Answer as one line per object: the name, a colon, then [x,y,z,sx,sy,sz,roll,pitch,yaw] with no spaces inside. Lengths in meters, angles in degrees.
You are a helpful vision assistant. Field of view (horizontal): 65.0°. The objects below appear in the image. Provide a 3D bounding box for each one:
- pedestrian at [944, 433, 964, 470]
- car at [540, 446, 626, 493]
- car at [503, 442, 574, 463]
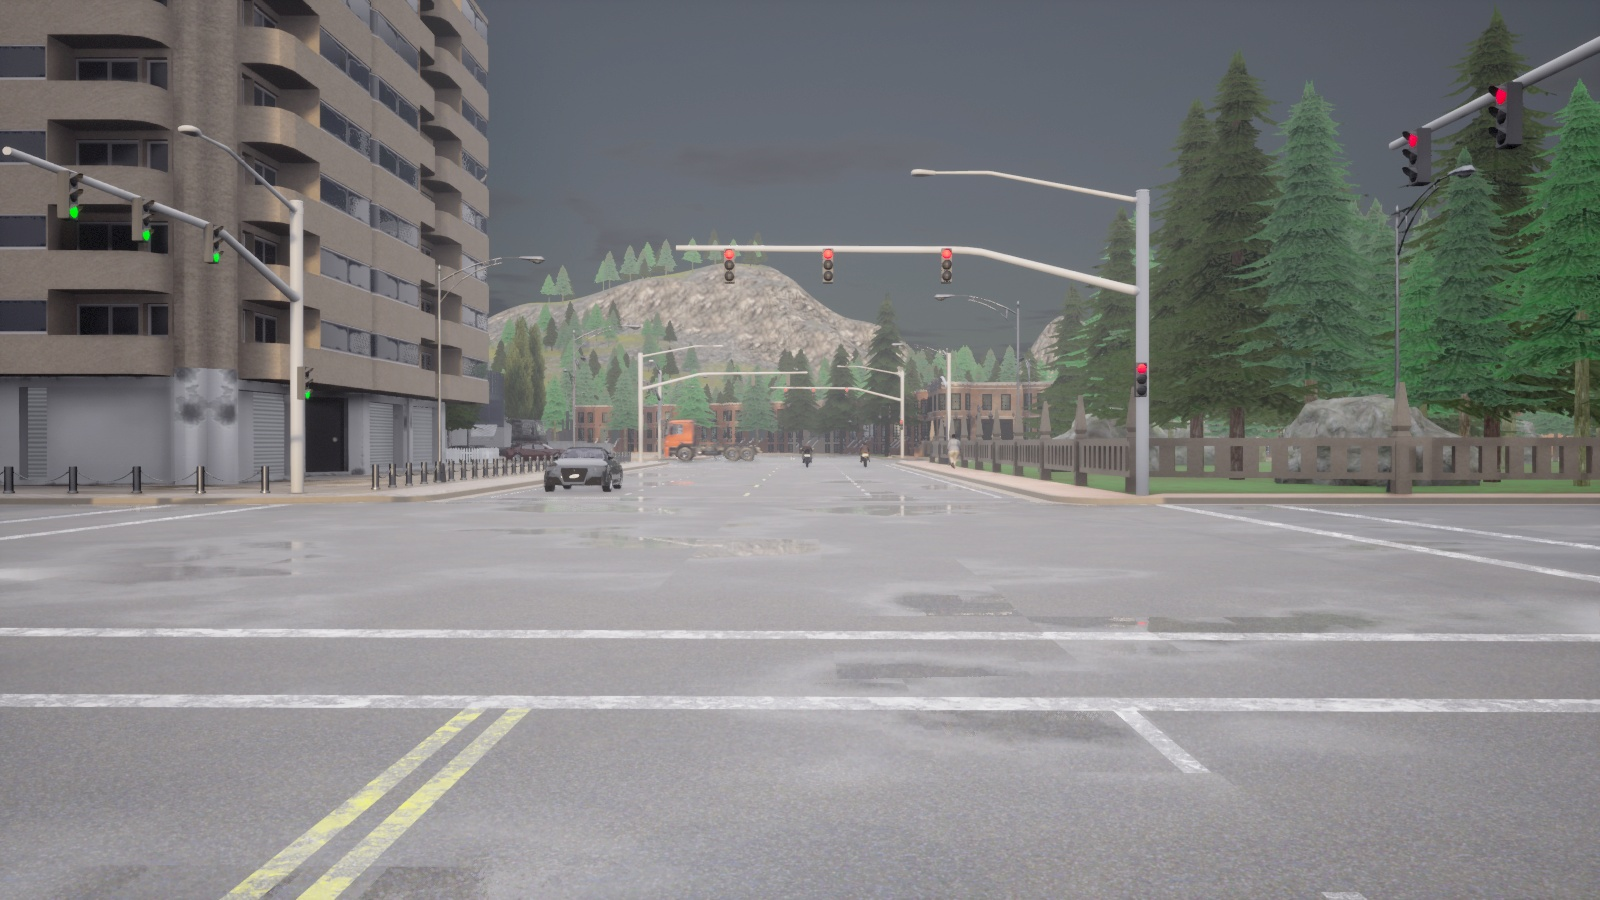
pedestrian: [7.775,0.053,63.555,0.874,1.855,0.900,0,0,-2]
car: [-6.774,0.582,39.592,1.994,1.385,4.181,0,0,0]
car: [-19.808,0.170,95.341,5.008,1.535,1.882,0,0,0]
